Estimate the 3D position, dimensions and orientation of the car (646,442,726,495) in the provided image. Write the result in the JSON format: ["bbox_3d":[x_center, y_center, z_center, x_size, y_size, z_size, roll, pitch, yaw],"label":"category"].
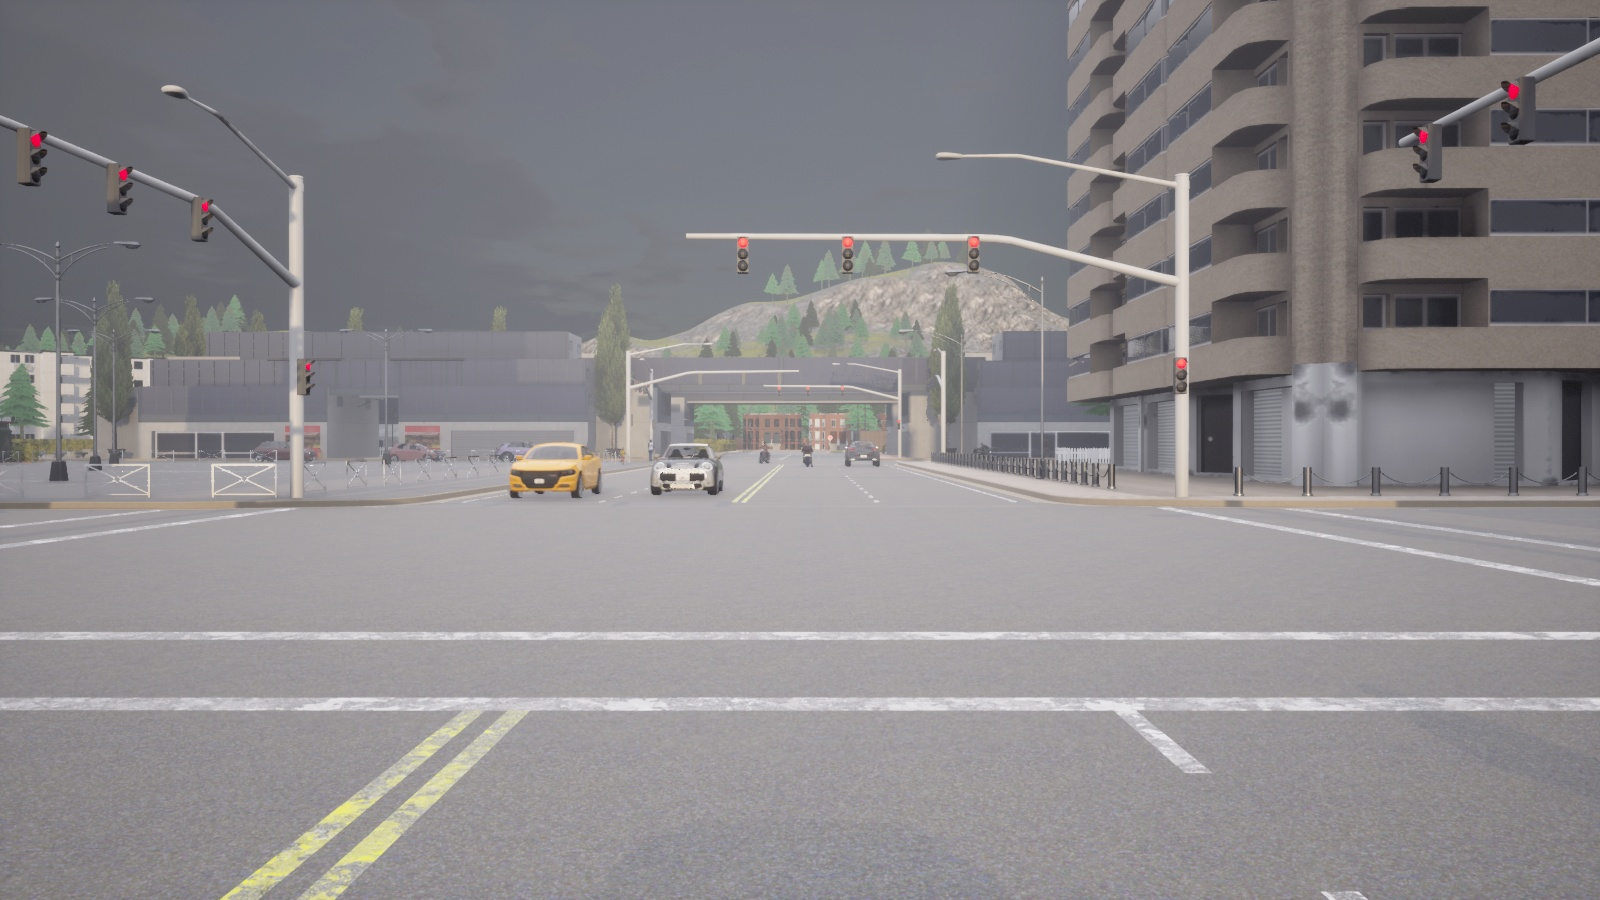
[{"bbox_3d":[-3.273,0.502,36.729,1.970,1.475,3.806,0,0,0],"label":"car"}]

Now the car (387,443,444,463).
[{"bbox_3d":[-28.654,0.209,93.600,3.633,1.501,1.845,0,0,2],"label":"car"}]

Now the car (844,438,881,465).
[{"bbox_3d":[3.982,0.073,80.615,2.152,1.651,5.027,0,0,0],"label":"car"}]

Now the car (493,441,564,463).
[{"bbox_3d":[-20.163,0.133,93.345,4.856,1.649,2.033,0,0,1],"label":"car"}]

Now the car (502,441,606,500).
[{"bbox_3d":[-6.782,0.520,35.147,1.882,1.535,5.008,0,0,0],"label":"car"}]
